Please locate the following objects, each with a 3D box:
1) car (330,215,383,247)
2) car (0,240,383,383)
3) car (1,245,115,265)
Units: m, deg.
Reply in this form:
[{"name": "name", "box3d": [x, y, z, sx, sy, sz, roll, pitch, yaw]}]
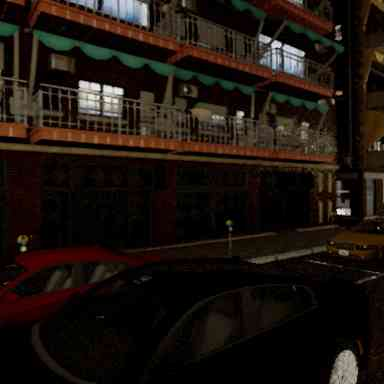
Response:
[{"name": "car", "box3d": [6.533, 1.512, 11.543, 4.829, 1.417, 1.752, 0, 0, -37]}, {"name": "car", "box3d": [-0.165, 1.486, 3.279, 5.008, 1.535, 1.882, 0, 0, -37]}, {"name": "car", "box3d": [-2.176, 1.568, 5.016, 4.507, 1.381, 1.887, 0, 0, -37]}]
